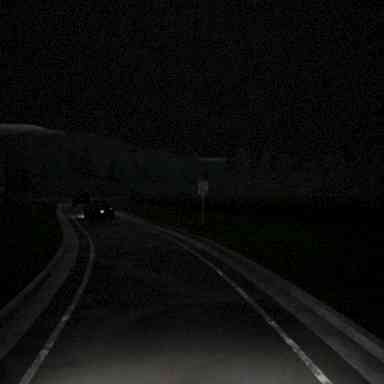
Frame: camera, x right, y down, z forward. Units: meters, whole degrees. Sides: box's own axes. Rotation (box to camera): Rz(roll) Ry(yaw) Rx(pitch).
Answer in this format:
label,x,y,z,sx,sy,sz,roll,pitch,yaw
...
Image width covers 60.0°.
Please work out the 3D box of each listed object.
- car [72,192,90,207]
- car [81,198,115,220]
label,x,y,z,sx,sy,sz,roll,pitch,yaw
car,-15.171,0.997,45.614,2.150,2.045,5.566,0,1,-21
car,-7.444,1.425,26.516,1.994,1.385,4.181,0,0,-23
